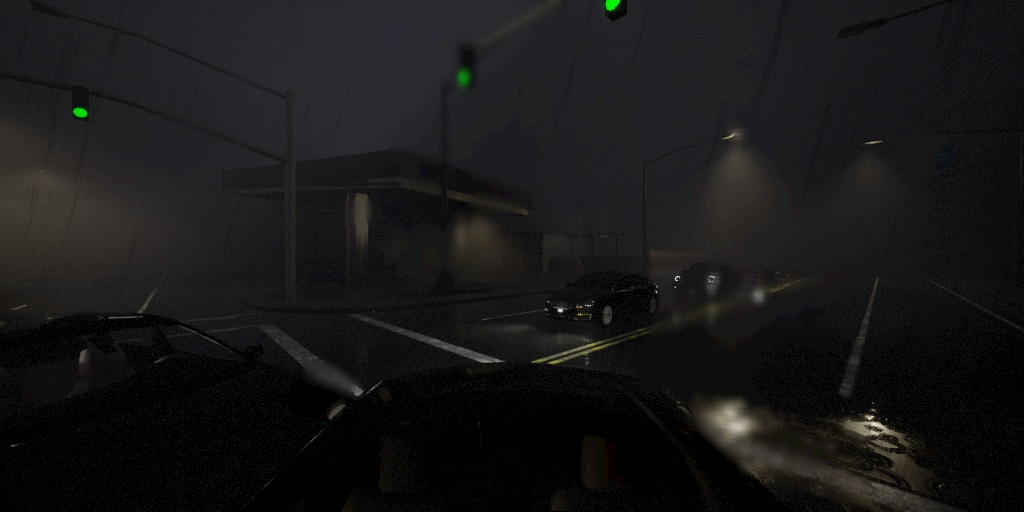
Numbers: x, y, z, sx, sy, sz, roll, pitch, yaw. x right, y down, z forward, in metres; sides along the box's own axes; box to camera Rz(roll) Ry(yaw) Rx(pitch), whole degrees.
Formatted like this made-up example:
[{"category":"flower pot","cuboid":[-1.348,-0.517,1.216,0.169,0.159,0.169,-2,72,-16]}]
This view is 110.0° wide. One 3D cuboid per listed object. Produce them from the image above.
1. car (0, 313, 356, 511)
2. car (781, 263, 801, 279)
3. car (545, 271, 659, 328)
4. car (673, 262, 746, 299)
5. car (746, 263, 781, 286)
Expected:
[{"category":"car","cuboid":[-3.379,1.242,2.693,4.902,1.511,2.128,0,0,16]},{"category":"car","cuboid":[24.304,1.314,32.075,4.181,1.385,1.994,0,0,-44]},{"category":"car","cuboid":[3.069,1.255,11.608,4.892,1.490,1.837,0,0,-44]},{"category":"car","cuboid":[10.018,1.102,18.341,4.553,1.767,2.097,0,0,-44]},{"category":"car","cuboid":[17.056,1.314,25.138,4.181,1.385,1.994,0,0,-45]}]
